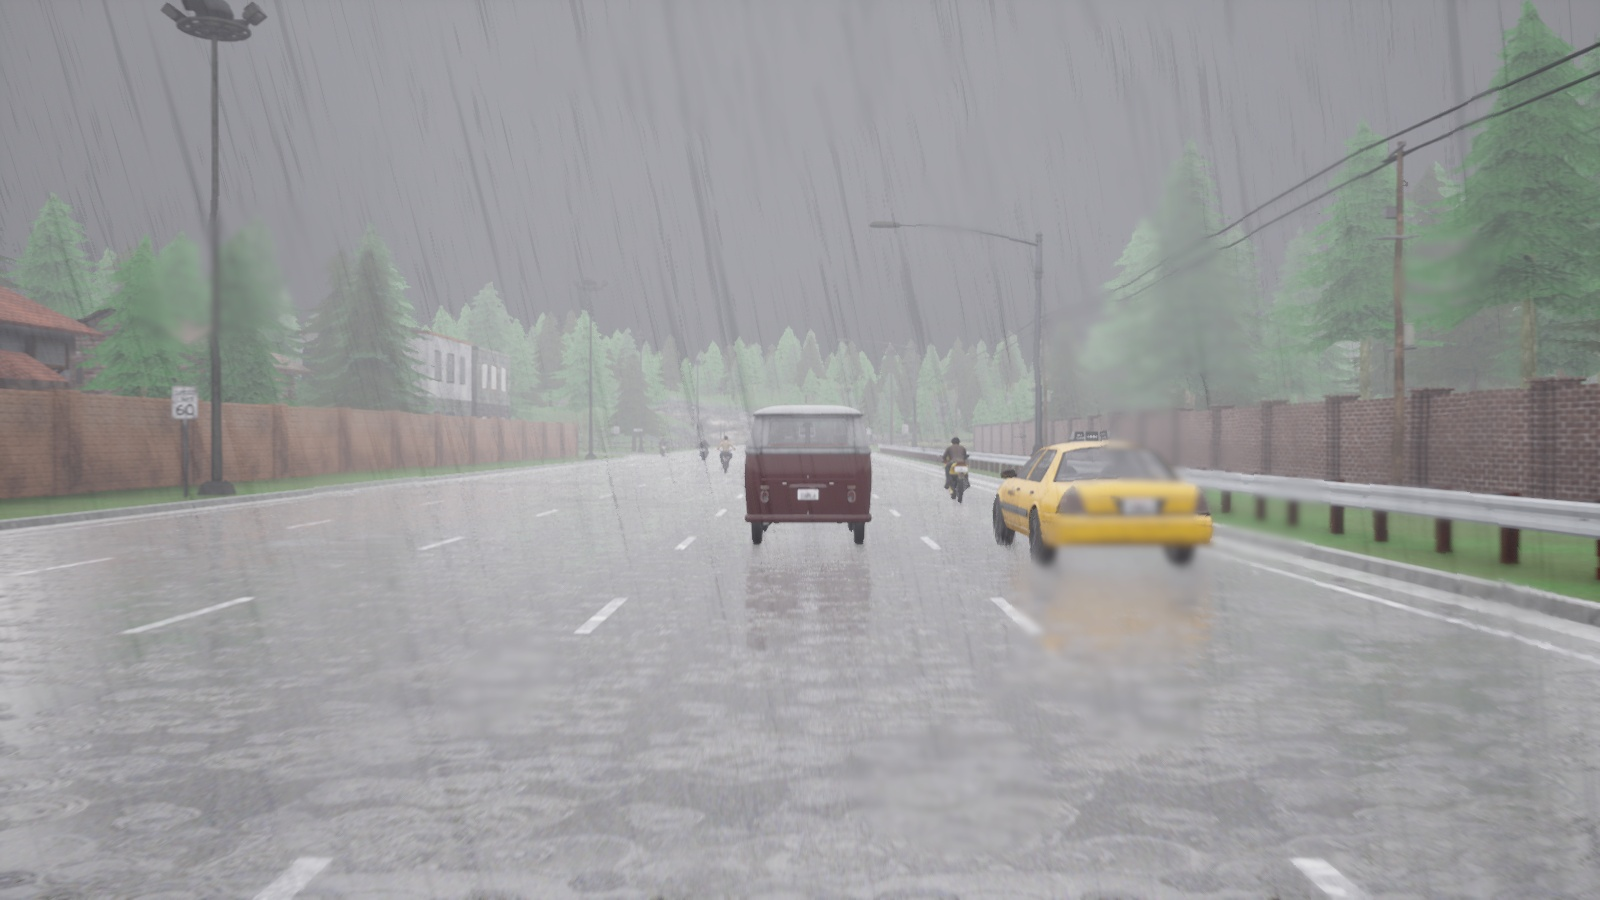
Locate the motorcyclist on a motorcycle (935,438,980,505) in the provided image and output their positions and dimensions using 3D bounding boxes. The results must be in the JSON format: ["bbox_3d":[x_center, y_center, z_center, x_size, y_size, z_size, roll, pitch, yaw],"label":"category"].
[{"bbox_3d":[3.679,0.474,29.495,0.797,1.523,2.044,0,0,0],"label":"motorcyclist on a motorcycle"}]

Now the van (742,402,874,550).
[{"bbox_3d":[0.121,0.333,19.112,1.775,1.987,4.442,0,0,0],"label":"van"}]

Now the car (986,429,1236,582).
[{"bbox_3d":[3.602,0.551,15.623,1.801,1.575,5.366,0,0,0],"label":"car"}]
